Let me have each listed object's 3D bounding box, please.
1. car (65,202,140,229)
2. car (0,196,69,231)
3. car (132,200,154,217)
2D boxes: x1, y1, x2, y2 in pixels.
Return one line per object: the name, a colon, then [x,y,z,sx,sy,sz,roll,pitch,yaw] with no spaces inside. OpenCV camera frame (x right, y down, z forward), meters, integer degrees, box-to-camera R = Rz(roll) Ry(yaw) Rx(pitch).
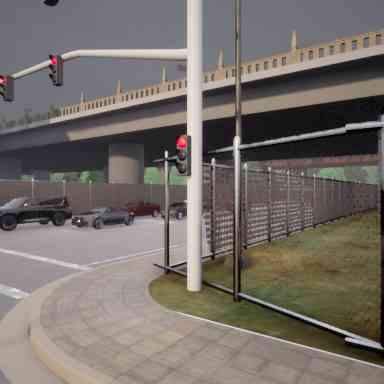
car: [-5.847,1.619,22.217,1.994,1.385,4.181,0,0,35]
car: [-10.567,1.276,21.621,2.150,2.045,5.566,0,0,36]
car: [-4.891,1.533,29.623,1.882,1.535,5.008,0,0,35]
